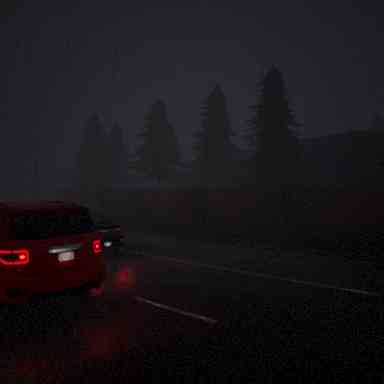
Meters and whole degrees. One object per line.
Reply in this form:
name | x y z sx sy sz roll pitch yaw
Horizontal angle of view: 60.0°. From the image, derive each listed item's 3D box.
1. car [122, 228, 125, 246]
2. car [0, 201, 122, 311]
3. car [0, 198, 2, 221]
car | -4.540 1.515 12.676 4.902 1.511 2.128 0 0 43
car | -4.258 1.233 7.645 5.566 2.045 2.150 0 0 41
car | -17.108 1.388 27.454 2.097 1.767 4.553 0 0 -35
